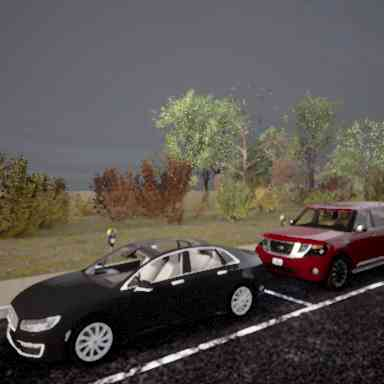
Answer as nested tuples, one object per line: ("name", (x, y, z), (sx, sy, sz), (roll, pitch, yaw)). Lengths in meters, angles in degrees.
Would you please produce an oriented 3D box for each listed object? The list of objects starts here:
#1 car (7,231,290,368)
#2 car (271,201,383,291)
("car", (-0.626, 1.520, 5.647), (4.403, 1.369, 2.008), (-1, 1, -36))
("car", (3.971, 1.218, 8.931), (5.009, 1.841, 2.192), (-1, 1, -36))
